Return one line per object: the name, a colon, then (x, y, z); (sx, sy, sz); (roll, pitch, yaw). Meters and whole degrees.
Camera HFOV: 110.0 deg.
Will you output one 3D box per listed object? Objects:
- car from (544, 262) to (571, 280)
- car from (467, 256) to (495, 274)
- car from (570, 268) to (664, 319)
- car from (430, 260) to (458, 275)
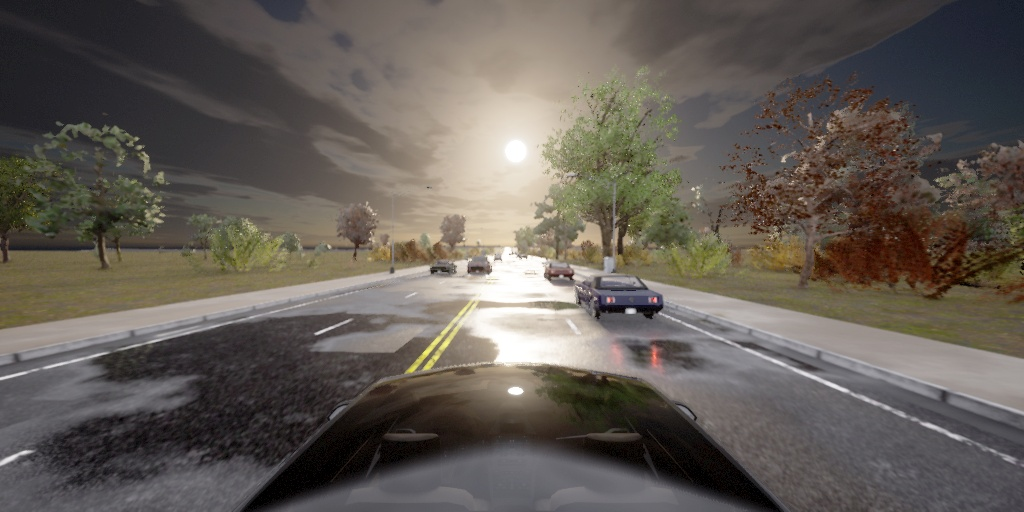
car: (3.510, 1.131, 27.581); (1.895, 1.301, 4.718); (0, 1, 0)
car: (-3.133, 0.803, 34.804); (2.097, 1.767, 4.553); (0, 1, 0)
car: (3.408, 1.266, 12.436); (1.895, 1.301, 4.718); (0, 0, 0)
car: (-6.392, 1.055, 33.765); (1.895, 1.301, 4.718); (0, 1, 0)
